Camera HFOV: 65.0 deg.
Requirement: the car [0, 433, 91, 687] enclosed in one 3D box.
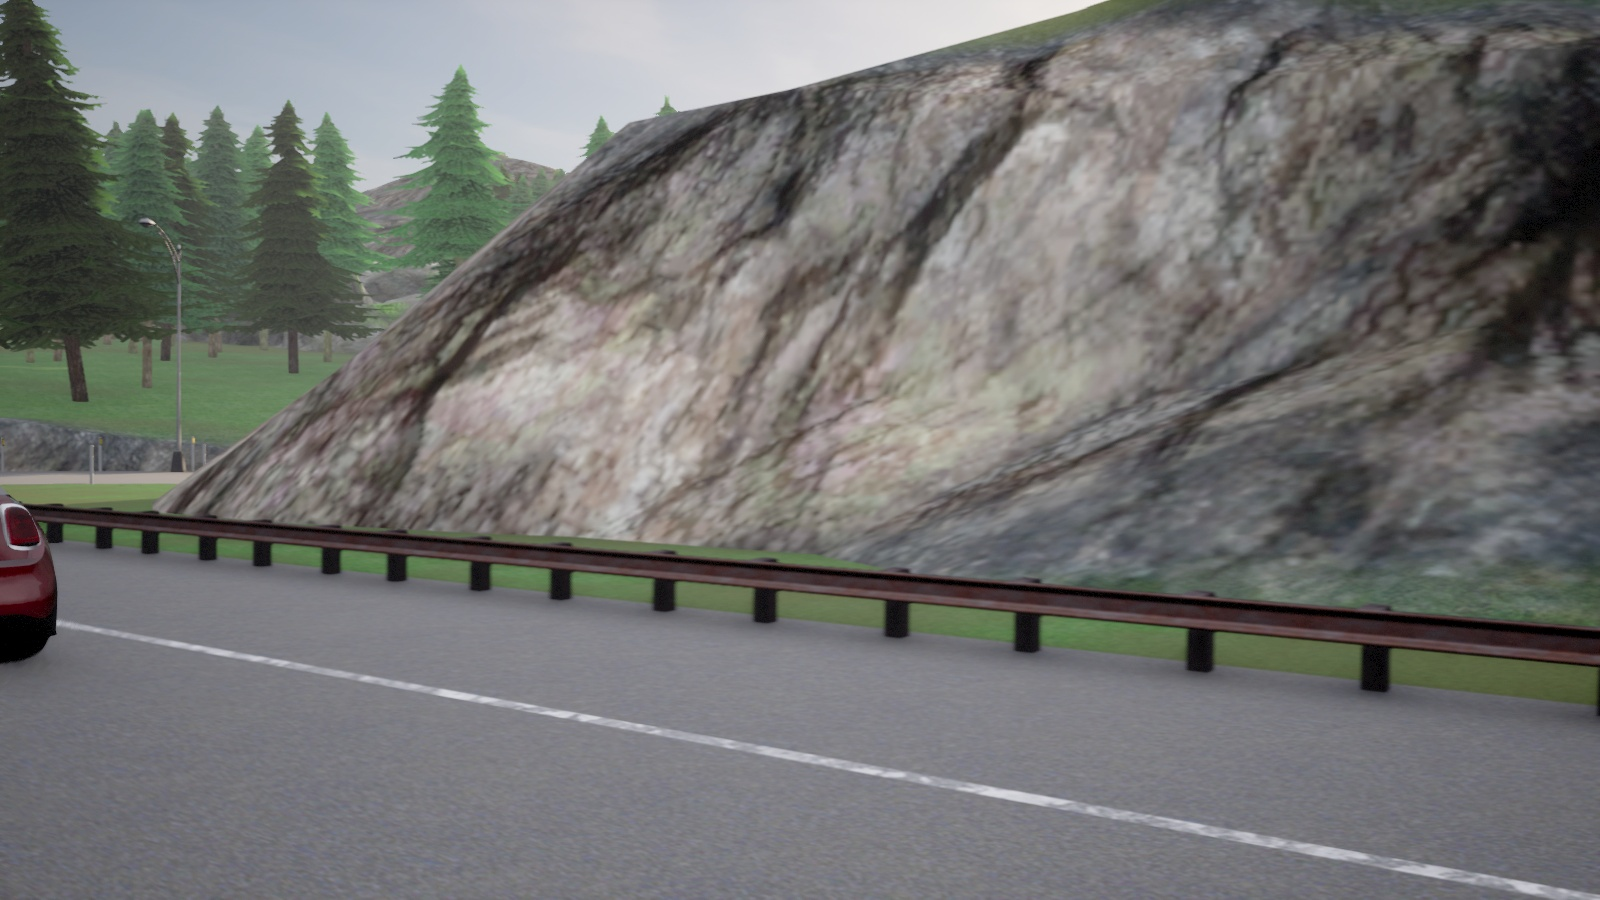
[{"bbox_3d":[-6.492,0.647,7.939,3.806,1.475,1.970,0,1,34],"label":"car"}]
